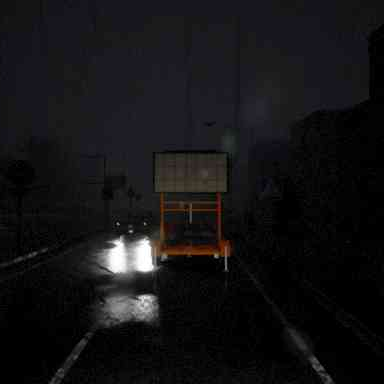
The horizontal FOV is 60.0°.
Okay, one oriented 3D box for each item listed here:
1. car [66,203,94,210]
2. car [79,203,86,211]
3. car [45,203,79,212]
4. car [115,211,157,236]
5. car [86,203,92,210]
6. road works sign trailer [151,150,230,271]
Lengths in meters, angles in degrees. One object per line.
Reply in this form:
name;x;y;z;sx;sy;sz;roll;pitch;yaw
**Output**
car;-21.870;2.823;65.017;4.674;1.452;2.002;0;-1;0
car;-21.884;2.626;58.598;4.892;1.521;2.231;0;-1;0
car;-21.895;2.585;55.322;4.674;1.452;2.002;0;-1;0
car;-3.249;1.838;19.979;1.895;1.301;4.718;0;-1;0
car;-21.886;2.705;61.871;5.008;1.535;2.097;0;-1;0
road works sign trailer;-0.038;0.451;10.754;2.380;3.560;2.880;0;-1;0
